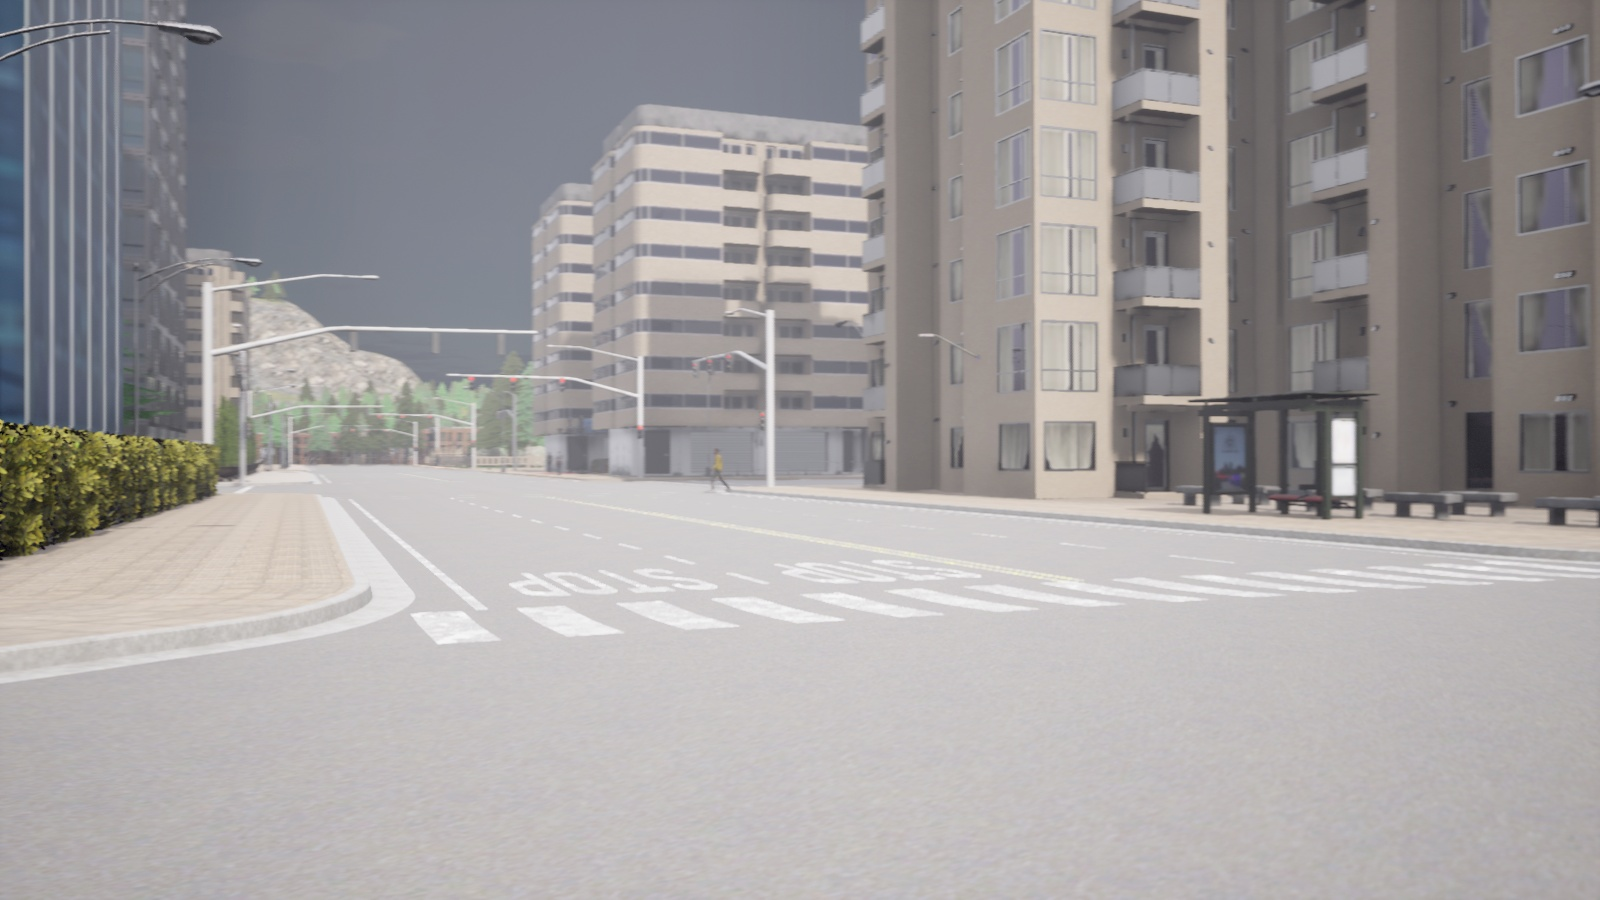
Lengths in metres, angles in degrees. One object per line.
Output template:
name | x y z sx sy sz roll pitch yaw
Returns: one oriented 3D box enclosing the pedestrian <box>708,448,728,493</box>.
pedestrian | -3.357 0.822 51.323 0.709 1.840 0.431 0 0 -14
